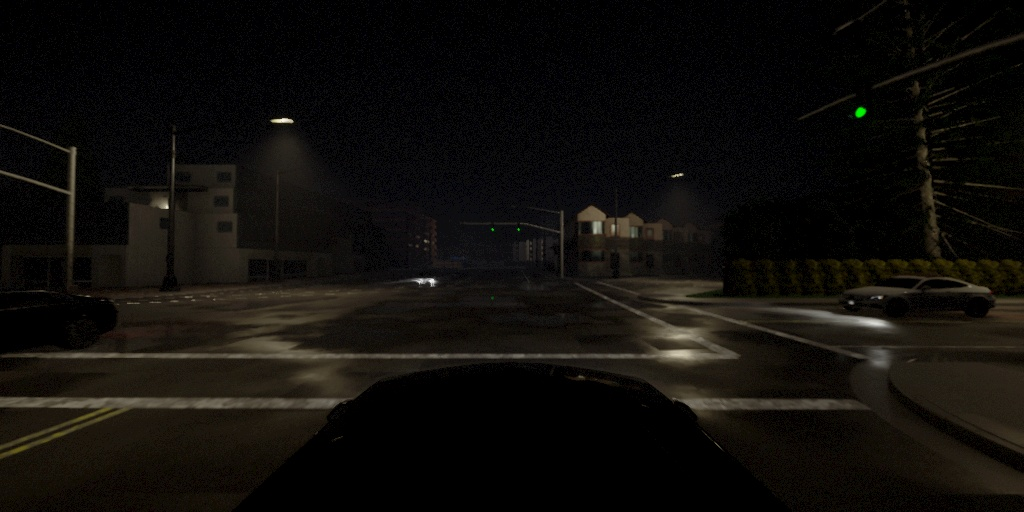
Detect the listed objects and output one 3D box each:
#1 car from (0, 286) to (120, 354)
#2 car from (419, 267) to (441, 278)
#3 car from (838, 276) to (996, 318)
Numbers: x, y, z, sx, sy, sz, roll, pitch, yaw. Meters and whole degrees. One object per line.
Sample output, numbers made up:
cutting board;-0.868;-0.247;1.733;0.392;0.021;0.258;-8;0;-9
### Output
car;-10.505;1.356;6.648;2.128;1.511;4.902;0;-1;0
car;-10.501;2.086;45.862;1.895;1.301;4.718;0;0;0
car;15.047;1.461;13.438;4.674;1.442;1.812;0;-1;0
